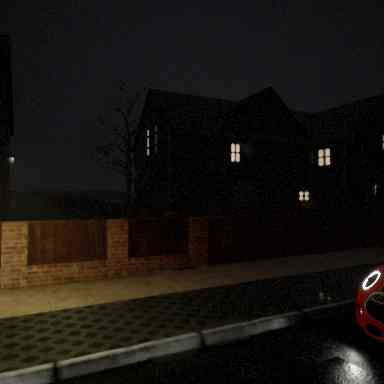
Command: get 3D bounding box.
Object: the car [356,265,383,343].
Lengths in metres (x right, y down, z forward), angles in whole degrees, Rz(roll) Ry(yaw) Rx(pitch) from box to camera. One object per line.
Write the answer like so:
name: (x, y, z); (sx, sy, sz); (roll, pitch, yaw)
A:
car: (4.770, 1.337, 5.204); (4.553, 1.767, 2.097); (0, 0, -26)
